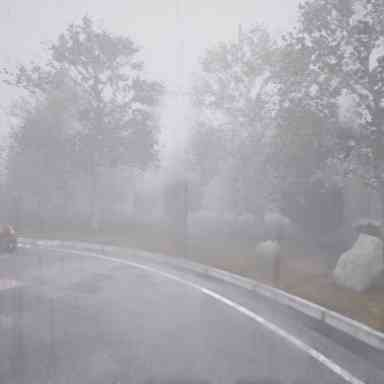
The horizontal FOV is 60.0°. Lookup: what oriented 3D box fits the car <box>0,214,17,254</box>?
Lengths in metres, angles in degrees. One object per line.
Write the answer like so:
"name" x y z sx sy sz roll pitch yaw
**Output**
"car" -9.134 1.610 13.173 4.553 1.767 2.097 -1 0 29
